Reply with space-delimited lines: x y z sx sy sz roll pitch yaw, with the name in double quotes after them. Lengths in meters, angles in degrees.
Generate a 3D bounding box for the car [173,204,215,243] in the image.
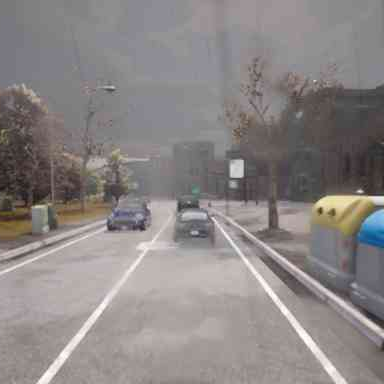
0.104 1.498 15.926 1.812 1.442 4.674 0 0 0 "car"

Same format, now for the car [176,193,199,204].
-0.527 1.144 35.965 2.150 2.045 5.566 0 0 -5 "car"

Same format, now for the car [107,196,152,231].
-3.642 1.316 20.016 2.097 1.767 4.553 0 0 -1 "car"

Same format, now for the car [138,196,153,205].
-8.596 1.531 60.829 2.033 1.411 5.357 -2 0 -14 "car"
